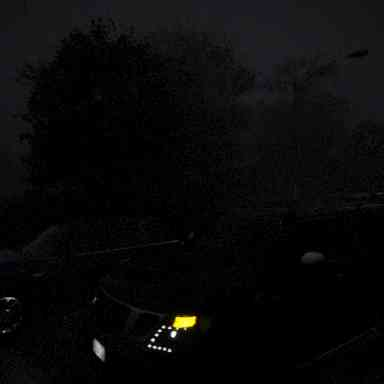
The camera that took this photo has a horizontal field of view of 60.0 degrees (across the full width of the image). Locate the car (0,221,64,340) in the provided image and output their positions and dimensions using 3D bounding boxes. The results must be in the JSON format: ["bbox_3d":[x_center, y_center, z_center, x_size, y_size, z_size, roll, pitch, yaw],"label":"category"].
[{"bbox_3d":[-2.277,1.341,6.670,4.553,1.767,2.097,0,0,-36],"label":"car"}]

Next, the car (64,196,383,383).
[{"bbox_3d":[1.313,1.196,4.935,5.566,2.045,2.150,-1,0,-36],"label":"car"}]

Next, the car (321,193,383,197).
[{"bbox_3d":[5.508,1.078,12.242,5.566,2.045,2.150,-2,1,-36],"label":"car"}]
